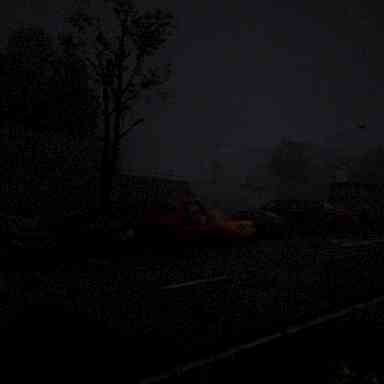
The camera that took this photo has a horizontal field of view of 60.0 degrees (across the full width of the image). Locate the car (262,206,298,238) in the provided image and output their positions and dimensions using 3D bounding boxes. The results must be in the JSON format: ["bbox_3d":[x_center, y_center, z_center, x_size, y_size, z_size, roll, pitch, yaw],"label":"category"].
[{"bbox_3d":[3.200,1.713,18.776,4.674,1.452,2.002,-1,-1,35],"label":"car"}]

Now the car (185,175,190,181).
[{"bbox_3d":[0.240,-3.694,93.450,2.435,2.045,5.566,1,-2,34],"label":"car"}]

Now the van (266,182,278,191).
[{"bbox_3d":[17.616,-1.098,68.866,1.878,1.987,4.442,8,3,35],"label":"van"}]

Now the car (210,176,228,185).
[{"bbox_3d":[7.375,-2.504,83.899,1.946,1.575,5.366,7,3,34],"label":"car"}]

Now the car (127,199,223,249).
[{"bbox_3d":[-1.723,1.339,15.323,5.566,2.045,2.435,-1,-1,35],"label":"car"}]

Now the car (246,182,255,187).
[{"bbox_3d":[14.213,-1.375,73.919,2.002,1.452,4.674,8,3,35],"label":"car"}]

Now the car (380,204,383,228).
[{"bbox_3d":[13.089,1.716,25.660,4.553,1.767,2.185,-1,-1,35],"label":"car"}]

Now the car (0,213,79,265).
[{"bbox_3d":[-6.589,1.511,11.829,4.892,1.521,2.231,-1,-2,35],"label":"car"}]

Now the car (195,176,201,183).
[{"bbox_3d":[3.737,-3.181,88.629,2.185,1.767,4.553,6,2,34],"label":"car"}]

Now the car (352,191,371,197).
[{"bbox_3d":[27.988,0.801,54.161,2.002,1.452,4.674,7,3,35],"label":"car"}]

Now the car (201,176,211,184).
[{"bbox_3d":[5.529,-3.029,86.162,2.435,2.045,5.566,8,3,34],"label":"car"}]

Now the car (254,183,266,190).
[{"bbox_3d":[16.042,-1.142,71.597,1.946,1.575,5.366,7,3,35],"label":"car"}]

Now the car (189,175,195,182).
[{"bbox_3d":[2.009,-3.416,91.101,2.185,1.767,4.553,4,0,33],"label":"car"}]

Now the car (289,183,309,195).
[{"bbox_3d":[21.097,-0.326,64.027,2.231,1.521,4.892,7,3,35],"label":"car"}]

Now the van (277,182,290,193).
[{"bbox_3d":[19.342,-0.825,66.393,1.878,1.987,4.442,8,3,35],"label":"van"}]

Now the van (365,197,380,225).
[{"bbox_3d":[10.681,1.573,23.910,4.442,1.987,1.878,-1,-2,35],"label":"van"}]

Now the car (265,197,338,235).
[{"bbox_3d":[5.630,1.464,20.535,5.566,2.045,2.435,-1,-1,35],"label":"car"}]

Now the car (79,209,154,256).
[{"bbox_3d":[-4.170,1.578,13.575,4.792,1.488,2.163,-1,-1,35],"label":"car"}]

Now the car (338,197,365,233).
[{"bbox_3d":[8.143,1.506,22.240,5.566,2.045,2.435,-1,-2,35],"label":"car"}]

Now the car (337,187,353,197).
[{"bbox_3d":[26.303,0.239,56.638,2.435,2.045,5.566,7,3,35],"label":"car"}]

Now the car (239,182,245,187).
[{"bbox_3d":[12.473,-1.648,76.383,2.002,1.452,4.674,7,3,35],"label":"car"}]

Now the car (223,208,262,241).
[{"bbox_3d":[0.594,1.630,17.148,5.366,1.575,1.946,-1,-1,35],"label":"car"}]
